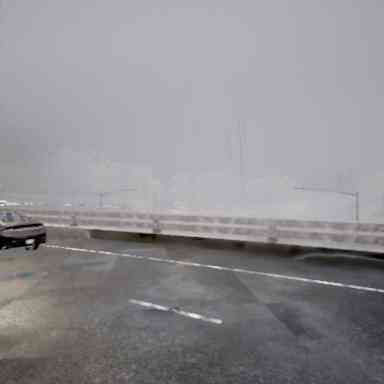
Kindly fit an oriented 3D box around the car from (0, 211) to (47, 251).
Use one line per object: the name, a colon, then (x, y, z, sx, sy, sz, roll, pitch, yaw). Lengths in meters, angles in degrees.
car: (-7.617, 1.473, 12.498, 4.902, 1.511, 2.128, 0, 0, 29)
